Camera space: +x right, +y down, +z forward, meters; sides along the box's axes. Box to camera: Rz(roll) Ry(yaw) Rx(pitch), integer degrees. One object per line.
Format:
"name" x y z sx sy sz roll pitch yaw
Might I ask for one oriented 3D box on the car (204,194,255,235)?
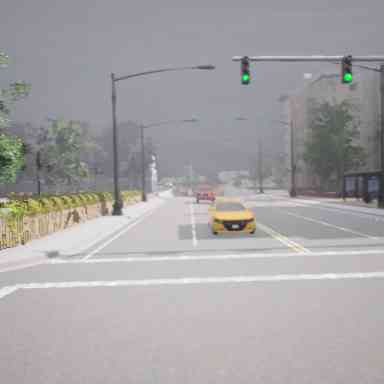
"car" 1.782 1.102 16.334 1.882 1.535 5.008 -1 1 0

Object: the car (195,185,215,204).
"car" 1.552 0.235 40.951 2.150 2.045 5.566 -1 1 0
